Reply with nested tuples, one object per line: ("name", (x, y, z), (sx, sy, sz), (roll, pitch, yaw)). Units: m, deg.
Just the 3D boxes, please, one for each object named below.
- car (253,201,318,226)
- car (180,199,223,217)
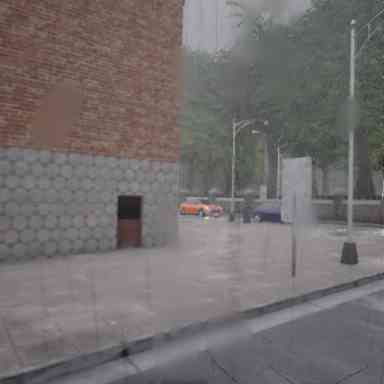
("car", (6.539, 1.446, 23.512), (2.097, 1.767, 4.553), (2, -1, -35))
("car", (0.844, 1.441, 31.442), (2.097, 1.767, 4.553), (2, -1, -36))
